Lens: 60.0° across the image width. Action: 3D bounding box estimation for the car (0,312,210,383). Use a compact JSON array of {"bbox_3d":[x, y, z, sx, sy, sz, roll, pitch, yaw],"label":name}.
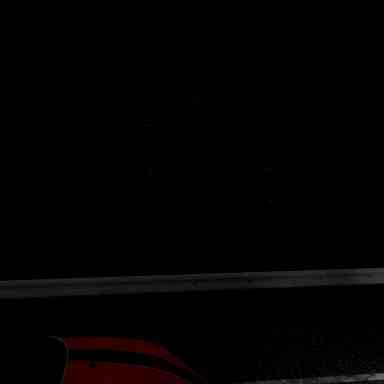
[{"bbox_3d":[-1.876,1.352,1.638,4.553,1.767,2.097,0,0,-6],"label":"car"}]
